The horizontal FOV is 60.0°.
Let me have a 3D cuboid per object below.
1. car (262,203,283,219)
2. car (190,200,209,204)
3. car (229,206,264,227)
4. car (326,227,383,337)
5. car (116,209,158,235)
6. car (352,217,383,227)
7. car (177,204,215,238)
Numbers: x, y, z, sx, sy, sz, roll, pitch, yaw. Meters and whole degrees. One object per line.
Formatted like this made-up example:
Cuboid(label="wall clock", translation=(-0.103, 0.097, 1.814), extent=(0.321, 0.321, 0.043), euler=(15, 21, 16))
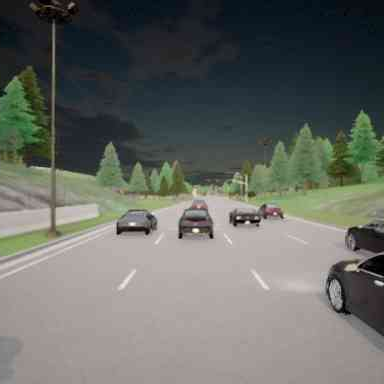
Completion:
Cuboid(label="car", translation=(7.580, 1.808, 32.274), extent=(1.812, 1.442, 4.674), euler=(0, 0, 2))
Cuboid(label="car", translation=(0.859, 1.674, 37.904), extent=(2.097, 1.767, 4.553), euler=(0, 0, 3))
Cuboid(label="car", translation=(3.830, 1.816, 24.852), extent=(1.895, 1.301, 4.718), euler=(0, 0, 1))
Cuboid(label="car", translation=(3.621, 1.551, 4.842), extent=(1.837, 1.490, 4.892), euler=(0, 0, 0))
Cuboid(label="car", translation=(-3.256, 1.732, 20.225), extent=(1.994, 1.385, 4.181), euler=(0, 0, 1))
Cuboid(label="car", translation=(7.162, 1.599, 11.643), extent=(2.128, 1.511, 4.902), euler=(0, 0, 0))
Cuboid(label="car", translation=(0.215, 1.664, 18.748), extent=(1.837, 1.490, 4.892), euler=(0, 0, 1))
